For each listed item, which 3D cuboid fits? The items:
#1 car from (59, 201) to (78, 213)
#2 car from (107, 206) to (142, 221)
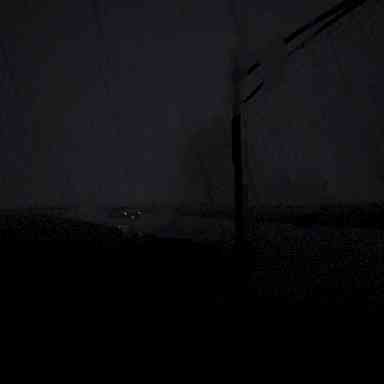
[{"bbox_3d":[-19.433,2.236,51.994,2.097,1.767,4.553,-2,0,-33],"label":"car"},{"bbox_3d":[-6.663,2.066,32.570,1.895,1.301,4.718,-2,0,-33],"label":"car"}]
